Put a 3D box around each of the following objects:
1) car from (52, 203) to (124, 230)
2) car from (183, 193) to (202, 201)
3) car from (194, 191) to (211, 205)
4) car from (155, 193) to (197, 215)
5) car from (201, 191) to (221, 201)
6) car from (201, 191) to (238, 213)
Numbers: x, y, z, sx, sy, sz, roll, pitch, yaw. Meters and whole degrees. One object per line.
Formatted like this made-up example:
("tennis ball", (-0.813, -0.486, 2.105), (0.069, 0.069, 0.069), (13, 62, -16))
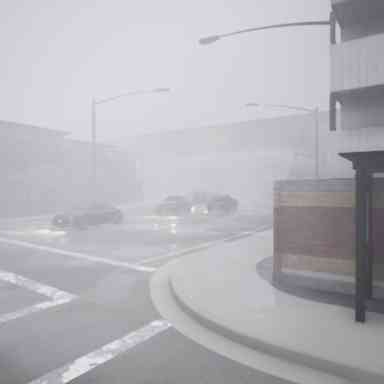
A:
("car", (-5.973, 1.328, 19.444), (1.994, 1.385, 4.181), (0, 1, 32))
("car", (0.087, 0.757, 54.234), (1.895, 1.301, 4.718), (0, 0, -15))
("car", (0.938, 0.640, 38.466), (2.097, 1.767, 4.553), (0, 1, 5))
("car", (-1.445, 1.066, 28.236), (1.812, 1.442, 4.674), (0, 1, 20))
("car", (3.108, 0.618, 55.753), (1.837, 1.490, 4.892), (0, 0, -15))
("car", (2.705, 0.984, 28.970), (2.128, 1.511, 4.902), (0, 1, 19))
